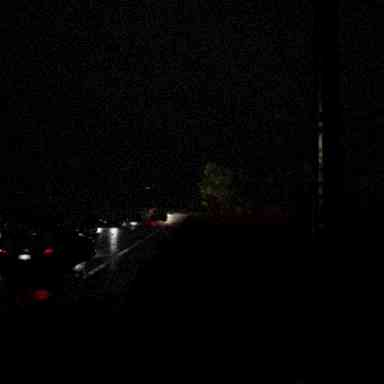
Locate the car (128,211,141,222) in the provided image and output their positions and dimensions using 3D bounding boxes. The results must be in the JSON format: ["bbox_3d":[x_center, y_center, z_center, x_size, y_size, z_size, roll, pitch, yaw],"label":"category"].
[{"bbox_3d":[-8.144,3.224,44.910,2.033,1.411,5.357,1,-2,1],"label":"car"}]

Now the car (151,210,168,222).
[{"bbox_3d":[-4.484,3.244,45.770,2.128,1.511,4.902,1,-2,1],"label":"car"}]

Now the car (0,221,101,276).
[{"bbox_3d":[-4.850,1.934,11.641,1.994,1.385,4.181,0,-2,0],"label":"car"}]

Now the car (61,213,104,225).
[{"bbox_3d":[-8.424,2.367,24.867,1.837,1.490,4.892,1,-2,1],"label":"car"}]

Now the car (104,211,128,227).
[{"bbox_3d":[-8.308,2.751,34.364,1.837,1.490,4.892,1,-2,1],"label":"car"}]

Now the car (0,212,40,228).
[{"bbox_3d":[-8.545,1.820,15.139,2.097,1.767,4.553,1,-2,1],"label":"car"}]
